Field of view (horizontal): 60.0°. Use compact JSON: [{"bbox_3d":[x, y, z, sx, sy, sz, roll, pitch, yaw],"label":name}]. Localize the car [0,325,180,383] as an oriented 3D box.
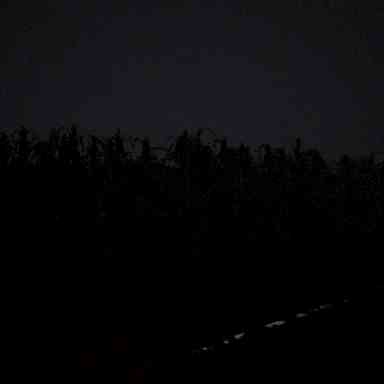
[{"bbox_3d":[-2.199,1.602,1.481,4.718,1.301,1.895,0,0,-35],"label":"car"}]
